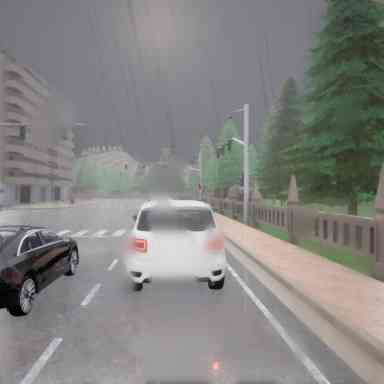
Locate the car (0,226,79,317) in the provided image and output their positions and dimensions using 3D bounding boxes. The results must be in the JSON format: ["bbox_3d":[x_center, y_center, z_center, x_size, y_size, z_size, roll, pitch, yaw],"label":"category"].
[{"bbox_3d":[-3.971,1.492,7.405,2.128,1.511,4.902,0,0,-3],"label":"car"}]

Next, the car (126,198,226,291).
[{"bbox_3d":[-0.480,1.221,9.186,2.150,2.045,5.566,0,0,-4],"label":"car"}]

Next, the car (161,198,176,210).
[{"bbox_3d":[-3.166,1.526,44.422,1.812,1.442,4.674,0,0,-4],"label":"car"}]
